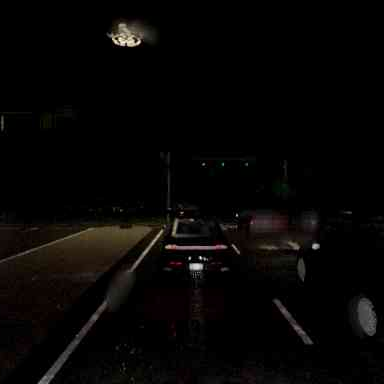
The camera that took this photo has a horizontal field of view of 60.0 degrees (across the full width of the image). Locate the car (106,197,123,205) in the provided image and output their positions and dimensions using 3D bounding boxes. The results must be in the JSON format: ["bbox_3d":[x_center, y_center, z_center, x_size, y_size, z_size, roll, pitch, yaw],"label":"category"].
[{"bbox_3d":[-15.009,1.682,64.383,2.033,1.411,5.357,0,0,0],"label":"car"}]

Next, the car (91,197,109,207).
[{"bbox_3d":[-15.064,1.592,54.605,1.882,1.535,5.008,0,0,0],"label":"car"}]

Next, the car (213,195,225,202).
[{"bbox_3d":[6.992,1.527,82.828,2.097,1.767,4.553,0,0,0],"label":"car"}]

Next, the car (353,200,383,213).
[{"bbox_3d":[21.291,1.625,37.613,5.357,1.411,2.033,0,0,1],"label":"car"}]

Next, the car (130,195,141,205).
[{"bbox_3d":[-11.509,1.636,62.942,1.837,1.490,4.892,0,0,0],"label":"car"}]

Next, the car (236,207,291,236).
[{"bbox_3d":[3.597,1.586,18.562,2.033,1.411,5.357,0,0,0],"label":"car"}]

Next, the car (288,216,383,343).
[{"bbox_3d":[3.599,1.491,6.480,1.882,1.535,5.008,0,0,0],"label":"car"}]

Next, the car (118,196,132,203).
[{"bbox_3d":[-15.011,1.681,74.486,2.128,1.511,4.902,0,0,0],"label":"car"}]

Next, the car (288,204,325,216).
[{"bbox_3d":[7.099,1.552,21.761,1.837,1.490,4.892,0,0,0],"label":"car"}]

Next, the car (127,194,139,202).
[{"bbox_3d":[-14.993,1.525,84.653,2.097,1.767,4.553,0,0,0],"label":"car"}]

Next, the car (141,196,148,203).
[{"bbox_3d":[-11.511,1.677,73.212,1.812,1.442,4.674,0,0,0],"label":"car"}]

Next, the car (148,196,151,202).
[{"bbox_3d":[-11.502,1.698,83.619,2.128,1.511,4.902,0,0,0],"label":"car"}]

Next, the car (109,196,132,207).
[{"bbox_3d":[-11.604,1.677,54.120,1.994,1.385,4.181,0,0,1],"label":"car"}]

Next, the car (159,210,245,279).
[{"bbox_3d":[0.099,1.513,10.120,2.128,1.511,4.902,0,0,0],"label":"car"}]

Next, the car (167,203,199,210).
[{"bbox_3d":[-0.609,1.557,24.190,1.837,1.490,4.892,2,0,-14],"label":"car"}]
